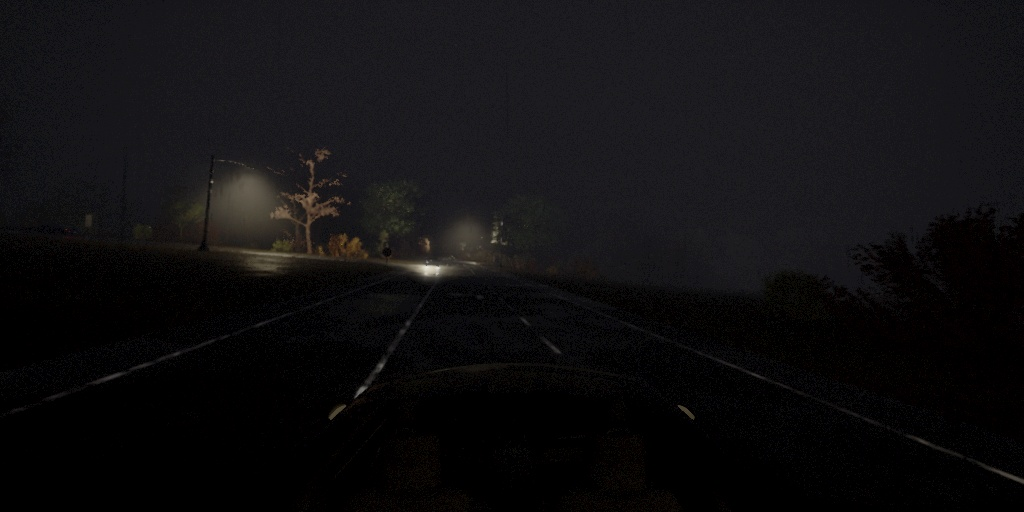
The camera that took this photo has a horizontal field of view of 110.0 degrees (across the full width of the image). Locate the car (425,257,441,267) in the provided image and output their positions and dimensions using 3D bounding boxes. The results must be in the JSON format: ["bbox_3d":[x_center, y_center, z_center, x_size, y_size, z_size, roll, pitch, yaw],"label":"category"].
[{"bbox_3d":[-11.151,0.828,50.450,1.837,1.490,4.892,5,0,-9],"label":"car"}]
